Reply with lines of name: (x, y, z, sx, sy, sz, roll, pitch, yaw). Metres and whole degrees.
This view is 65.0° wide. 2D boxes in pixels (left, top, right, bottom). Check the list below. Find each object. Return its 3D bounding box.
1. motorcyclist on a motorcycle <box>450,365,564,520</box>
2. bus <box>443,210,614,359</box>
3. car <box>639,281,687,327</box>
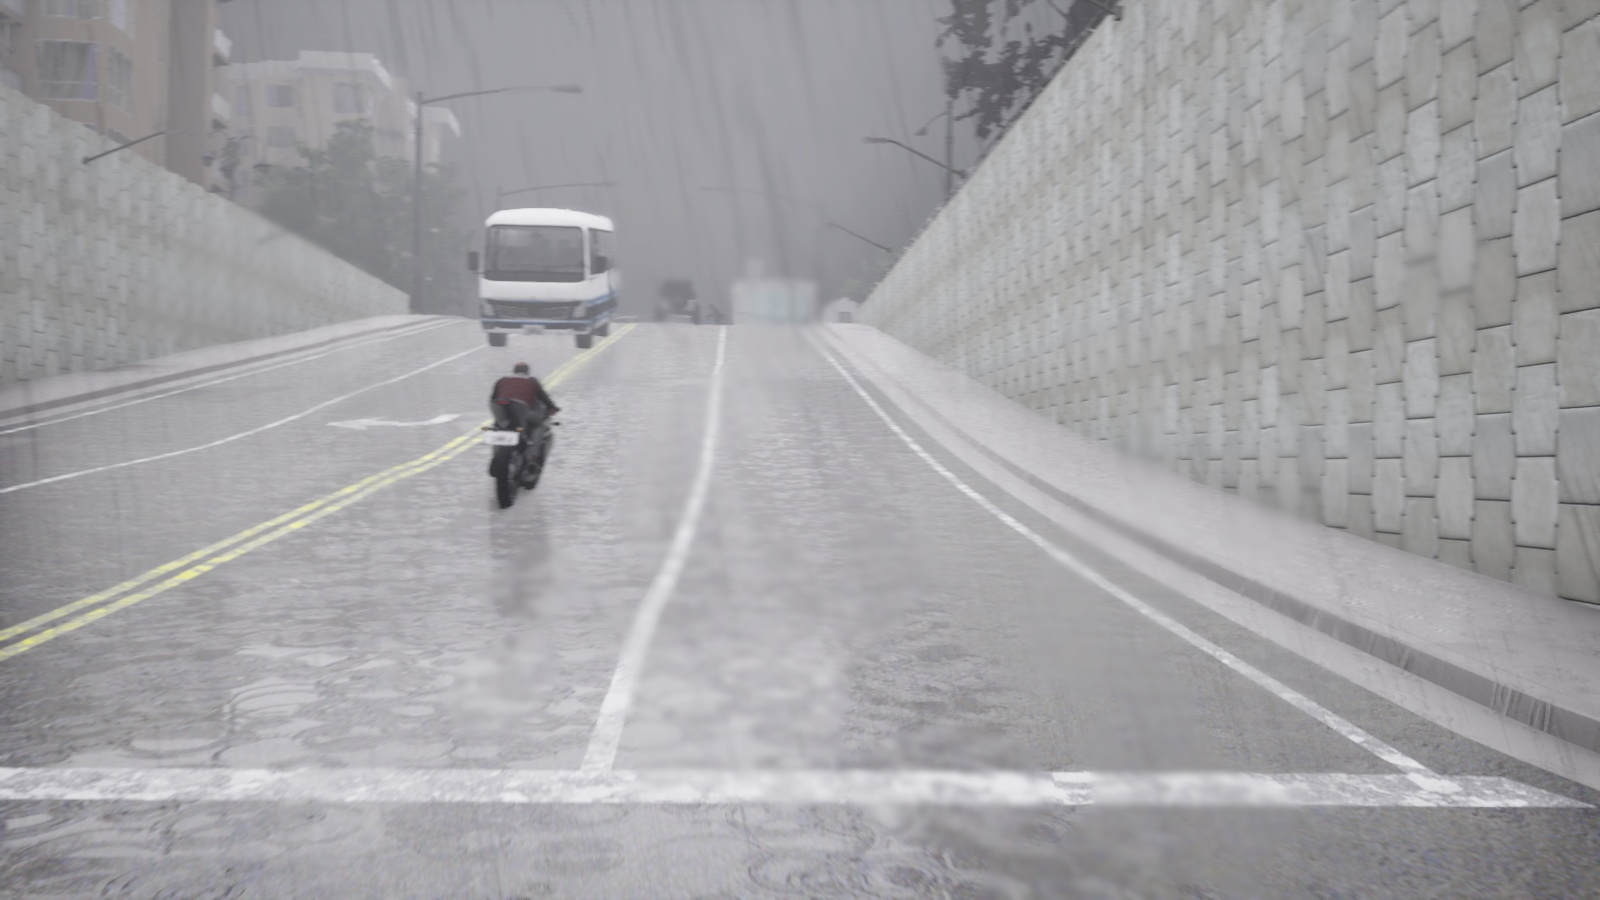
motorcyclist on a motorcycle: (-3.205, -0.146, 13.964, 0.866, 1.530, 2.191, 0, 5, -3)
bus: (-8.548, -5.556, 41.264, 3.944, 4.253, 10.273, 0, 9, -4)
car: (-5.956, -6.337, 54.923, 1.905, 1.878, 3.866, 0, 5, -4)
